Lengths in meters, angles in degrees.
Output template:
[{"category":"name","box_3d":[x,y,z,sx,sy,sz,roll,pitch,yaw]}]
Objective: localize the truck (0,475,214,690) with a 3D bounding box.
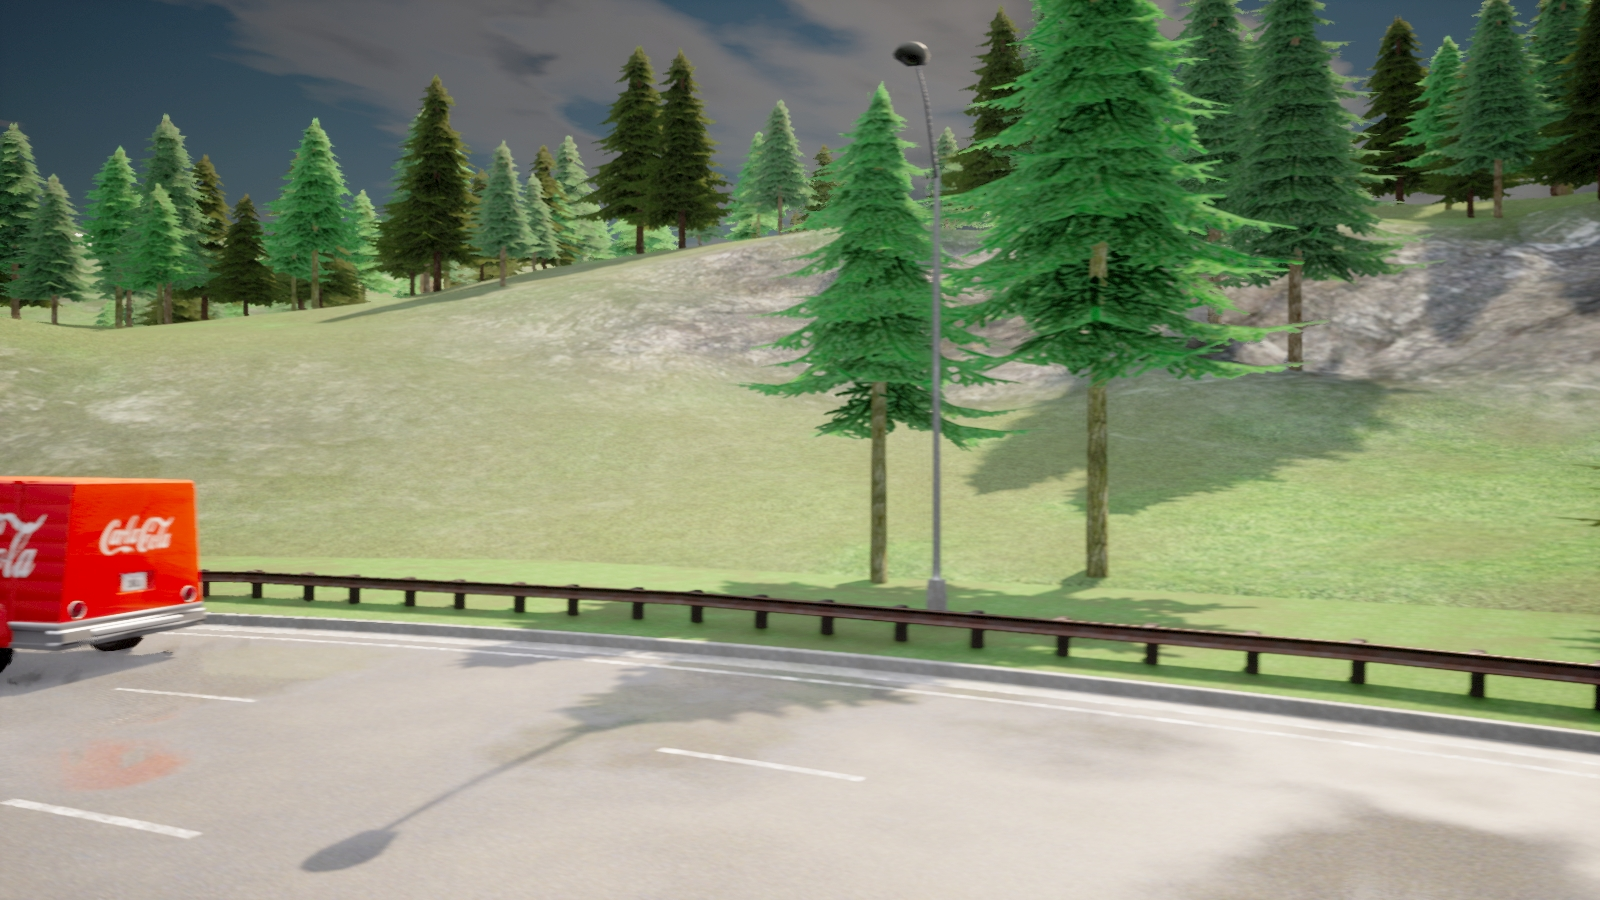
[{"category":"truck","box_3d":[-10.991,1.580,15.173,5.204,2.467,2.627,0,-1,12]}]
